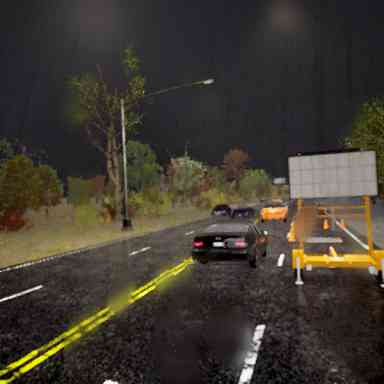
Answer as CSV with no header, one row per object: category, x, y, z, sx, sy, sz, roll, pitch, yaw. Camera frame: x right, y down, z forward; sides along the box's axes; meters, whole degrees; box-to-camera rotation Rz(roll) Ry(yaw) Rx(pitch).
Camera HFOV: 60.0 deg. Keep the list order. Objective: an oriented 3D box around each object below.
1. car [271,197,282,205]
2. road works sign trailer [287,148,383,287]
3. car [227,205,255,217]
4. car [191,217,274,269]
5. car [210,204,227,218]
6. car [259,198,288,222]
car,18.465,1.977,72.874,1.882,1.535,5.008,-3,-1,19
road works sign trailer,4.128,0.581,9.772,2.380,3.560,2.880,-3,-1,18
car,5.240,2.051,34.033,1.994,1.385,4.181,-3,-1,18
car,1.520,1.698,11.632,2.033,1.411,5.357,-3,-5,18
car,3.555,2.176,39.196,1.812,1.442,4.674,-3,-1,18
car,7.423,1.674,29.696,2.097,1.767,4.553,-3,-1,18
